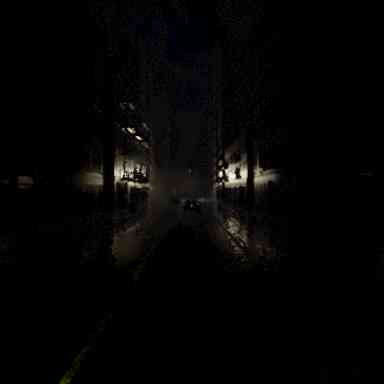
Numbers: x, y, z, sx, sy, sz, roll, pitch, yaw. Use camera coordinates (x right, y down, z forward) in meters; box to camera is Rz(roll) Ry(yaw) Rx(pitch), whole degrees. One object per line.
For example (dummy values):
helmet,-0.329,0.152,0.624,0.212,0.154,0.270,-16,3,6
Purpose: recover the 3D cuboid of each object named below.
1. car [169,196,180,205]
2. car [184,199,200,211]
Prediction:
car,-3.210,1.499,61.451,1.882,1.535,5.008,0,0,0
car,-0.041,1.568,41.349,1.994,1.385,4.181,0,0,0
